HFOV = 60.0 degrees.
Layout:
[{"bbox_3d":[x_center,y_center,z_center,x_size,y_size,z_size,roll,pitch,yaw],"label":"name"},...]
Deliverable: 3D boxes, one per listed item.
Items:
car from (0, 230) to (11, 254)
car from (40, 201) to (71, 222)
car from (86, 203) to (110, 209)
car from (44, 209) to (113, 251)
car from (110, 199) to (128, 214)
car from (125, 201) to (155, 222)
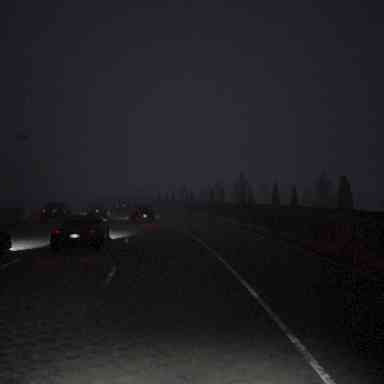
[{"bbox_3d":[-7.867,1.664,11.295,1.994,1.385,4.181,0,0,-7],"label":"car"},{"bbox_3d":[-11.696,1.592,28.783,2.097,1.767,4.553,0,0,-17],"label":"car"},{"bbox_3d":[-10.003,1.846,34.656,1.994,1.385,4.181,0,0,-19],"label":"car"},{"bbox_3d":[-4.839,1.686,14.828,1.994,1.385,4.181,0,0,-8],"label":"car"},{"bbox_3d":[-8.836,1.681,41.079,2.097,1.767,4.553,0,-1,-24],"label":"car"},{"bbox_3d":[-4.445,1.731,28.945,1.837,1.490,4.892,0,-2,-16],"label":"car"}]
